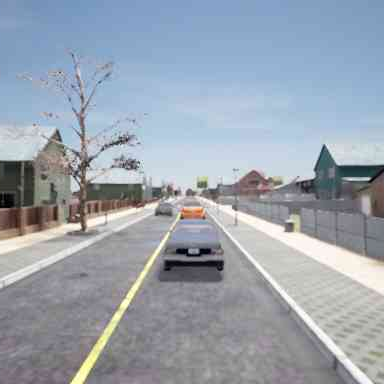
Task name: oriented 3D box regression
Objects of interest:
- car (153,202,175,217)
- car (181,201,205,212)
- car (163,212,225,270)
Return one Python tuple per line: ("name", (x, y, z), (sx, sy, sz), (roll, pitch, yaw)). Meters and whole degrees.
("car", (-2.831, 1.778, 34.677), (1.837, 1.490, 4.892), (0, 0, 0))
("car", (0.083, 1.590, 29.931), (2.097, 1.767, 4.553), (0, 0, 0))
("car", (0.065, 1.639, 11.341), (2.033, 1.411, 5.357), (0, 0, 0))
